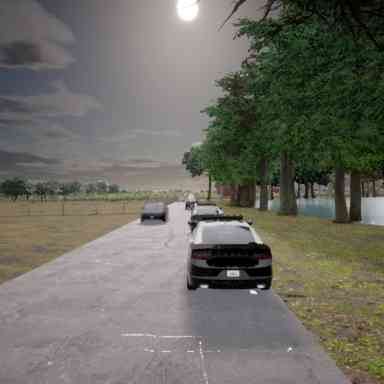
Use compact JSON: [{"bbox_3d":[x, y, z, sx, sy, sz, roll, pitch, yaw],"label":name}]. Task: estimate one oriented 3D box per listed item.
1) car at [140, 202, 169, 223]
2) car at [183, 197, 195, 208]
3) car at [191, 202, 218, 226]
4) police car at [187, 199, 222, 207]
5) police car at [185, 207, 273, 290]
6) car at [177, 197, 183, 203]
[{"bbox_3d":[-2.840,1.532,26.106,1.882,1.535,5.008,0,0,0],"label":"car"},{"bbox_3d":[0.046,1.638,47.683,1.882,1.535,5.008,0,0,1],"label":"car"},{"bbox_3d":[0.835,1.557,25.143,1.837,1.490,4.892,0,0,0],"label":"car"},{"bbox_3d":[0.833,1.458,19.253,1.930,1.638,5.238,0,0,0],"label":"police car"},{"bbox_3d":[0.829,1.435,9.252,1.930,1.638,5.238,0,0,0],"label":"police car"},{"bbox_3d":[-2.715,1.922,81.953,2.128,1.511,4.902,0,-1,0],"label":"car"}]
